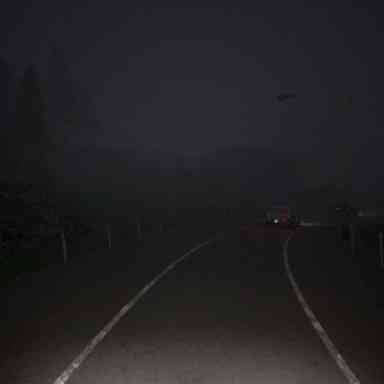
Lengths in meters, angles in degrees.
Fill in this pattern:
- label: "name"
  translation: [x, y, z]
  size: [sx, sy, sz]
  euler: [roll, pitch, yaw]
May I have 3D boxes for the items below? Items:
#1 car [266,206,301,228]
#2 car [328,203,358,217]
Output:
- label: "car"
  translation: [6.788, 1.777, 24.620]
  size: [1.812, 1.442, 4.674]
  euler: [2, 0, 27]
- label: "car"
  translation: [17.470, 2.041, 38.404]
  size: [4.902, 1.511, 2.128]
  euler: [1, 3, -43]
